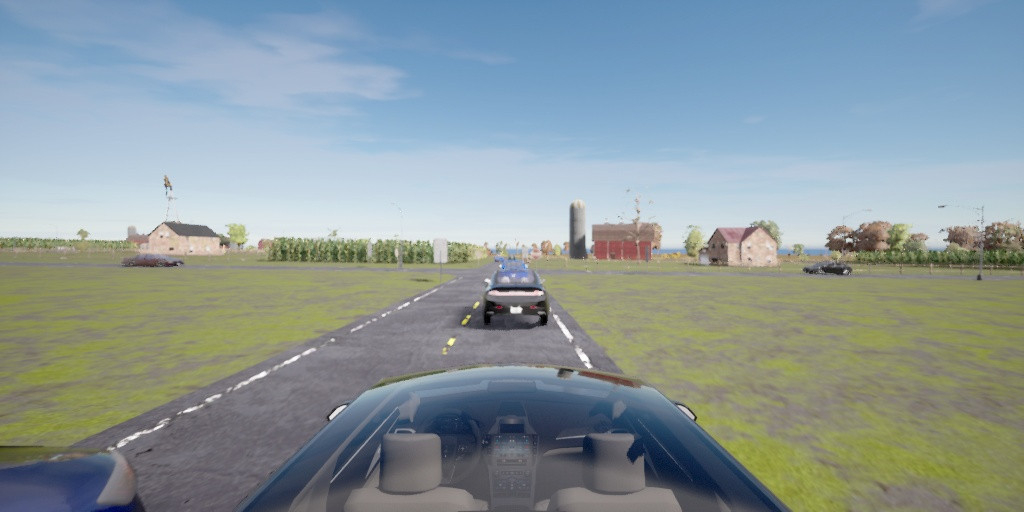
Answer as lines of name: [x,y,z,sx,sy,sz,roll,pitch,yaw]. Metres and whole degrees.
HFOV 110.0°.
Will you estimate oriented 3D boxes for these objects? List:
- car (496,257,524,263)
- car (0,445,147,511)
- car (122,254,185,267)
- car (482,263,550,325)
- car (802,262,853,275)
car: [0.122,1.025,25.190,1.882,1.535,5.008,0,0,1]
car: [-2.850,1.328,0.111,1.994,1.385,4.181,0,1,0]
car: [-38.277,0.460,38.305,5.357,1.411,2.033,1,1,0]
car: [0.105,1.153,11.510,2.128,1.511,4.902,0,0,0]
car: [36.426,1.428,41.463,4.892,1.490,1.837,1,1,0]
